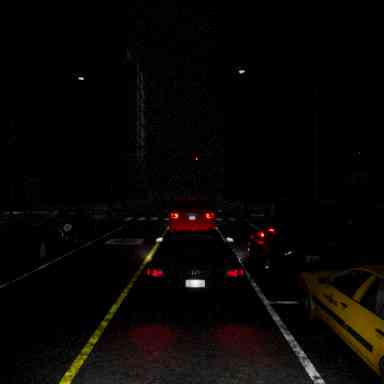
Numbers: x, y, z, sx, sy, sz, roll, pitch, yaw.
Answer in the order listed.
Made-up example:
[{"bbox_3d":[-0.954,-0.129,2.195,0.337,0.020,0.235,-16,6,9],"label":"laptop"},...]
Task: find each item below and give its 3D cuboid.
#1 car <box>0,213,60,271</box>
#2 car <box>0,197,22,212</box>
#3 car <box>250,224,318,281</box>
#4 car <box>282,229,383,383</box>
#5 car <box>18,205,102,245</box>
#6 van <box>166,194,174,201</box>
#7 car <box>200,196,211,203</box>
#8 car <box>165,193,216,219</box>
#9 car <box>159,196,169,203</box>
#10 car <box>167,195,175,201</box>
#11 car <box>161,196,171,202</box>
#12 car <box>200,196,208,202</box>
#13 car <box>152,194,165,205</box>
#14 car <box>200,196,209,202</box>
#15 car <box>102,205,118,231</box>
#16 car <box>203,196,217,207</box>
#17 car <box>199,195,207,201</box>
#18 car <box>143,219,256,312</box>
[{"bbox_3d":[-5.756,1.545,9.681,1.887,1.381,4.507,0,0,0],"label":"car"},{"bbox_3d":[-19.040,1.135,32.062,5.008,1.535,1.882,1,0,1],"label":"car"},{"bbox_3d":[2.769,1.566,9.677,1.947,1.339,4.313,0,0,0],"label":"car"},{"bbox_3d":[2.765,1.525,4.390,1.752,1.417,4.829,0,0,0],"label":"car"},{"bbox_3d":[-5.752,1.441,15.139,1.967,1.590,4.097,0,0,0],"label":"car"},{"bbox_3d":[-5.698,1.372,85.191,1.690,1.788,3.998,0,0,0],"label":"van"},{"bbox_3d":[2.815,1.571,68.871,2.008,1.369,4.403,0,0,0],"label":"car"},{"bbox_3d":[0.017,1.223,17.227,2.150,2.045,5.566,0,0,0],"label":"car"},{"bbox_3d":[-5.710,1.602,68.878,1.802,1.307,4.206,0,0,0],"label":"car"},{"bbox_3d":[-5.693,1.586,90.629,2.008,1.369,4.403,0,0,0],"label":"car"},{"bbox_3d":[-5.706,1.549,74.146,1.752,1.417,4.829,0,0,0],"label":"car"},{"bbox_3d":[2.823,1.572,79.747,1.887,1.381,4.507,0,0,0],"label":"car"},{"bbox_3d":[-5.719,1.329,58.003,2.192,1.841,5.009,0,0,0],"label":"car"},{"bbox_3d":[2.819,1.568,74.309,1.887,1.381,4.507,0,0,0],"label":"car"},{"bbox_3d":[-5.748,1.527,20.425,1.752,1.417,4.829,0,0,0],"label":"car"},{"bbox_3d":[2.802,1.452,52.559,1.967,1.590,4.097,0,0,0],"label":"car"},{"bbox_3d":[2.828,1.556,85.354,1.752,1.417,4.829,0,0,0],"label":"car"},{"bbox_3d":[0.065,1.564,7.807,1.994,1.385,4.181,0,0,0],"label":"car"}]
